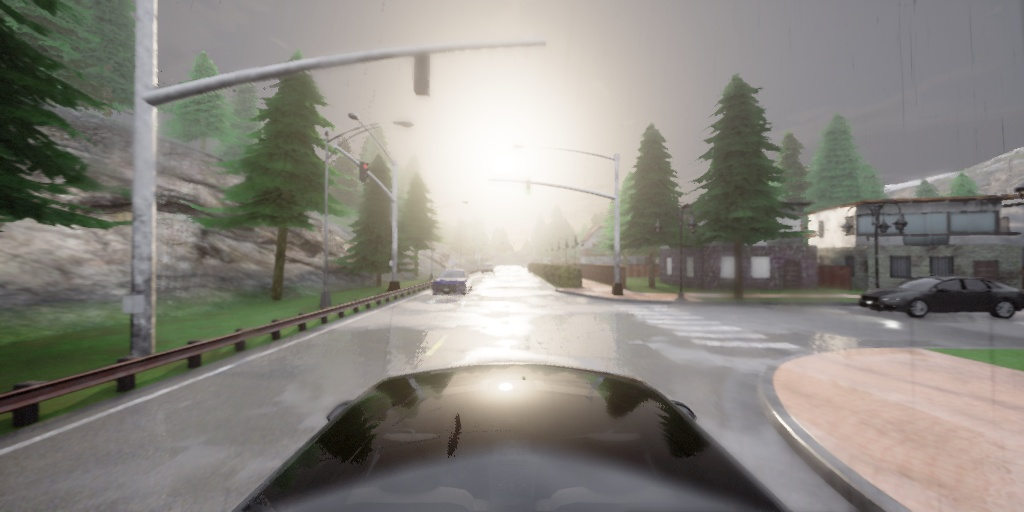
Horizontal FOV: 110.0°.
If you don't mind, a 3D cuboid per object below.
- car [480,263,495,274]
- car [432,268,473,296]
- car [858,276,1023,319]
[{"bbox_3d":[-3.494,1.794,52.094,1.837,1.490,4.892,0,1,0],"label":"car"},{"bbox_3d":[-3.497,1.512,21.633,1.882,1.535,5.008,0,0,0],"label":"car"},{"bbox_3d":[16.576,1.553,14.027,4.892,1.490,1.837,-1,-1,5],"label":"car"}]
